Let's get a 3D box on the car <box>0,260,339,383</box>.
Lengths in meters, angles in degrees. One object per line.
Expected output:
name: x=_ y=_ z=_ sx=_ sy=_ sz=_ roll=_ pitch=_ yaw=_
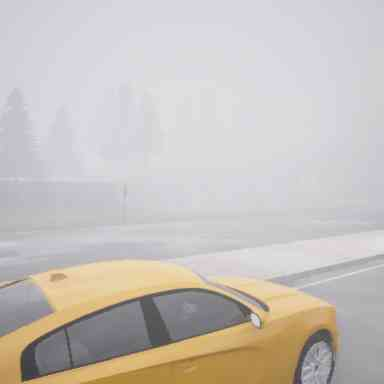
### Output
car: x=-0.497 y=1.478 z=3.391 sx=5.008 sy=1.535 sz=1.882 roll=0 pitch=0 yaw=-35
